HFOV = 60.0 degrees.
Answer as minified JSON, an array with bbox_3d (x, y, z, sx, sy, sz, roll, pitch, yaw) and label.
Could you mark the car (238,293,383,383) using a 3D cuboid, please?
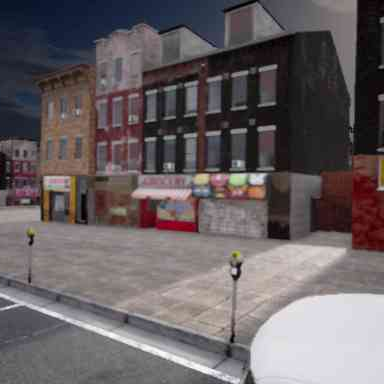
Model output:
[{"bbox_3d":[2.782,1.225,1.249,5.566,2.045,2.150,0,0,35],"label":"car"}]
